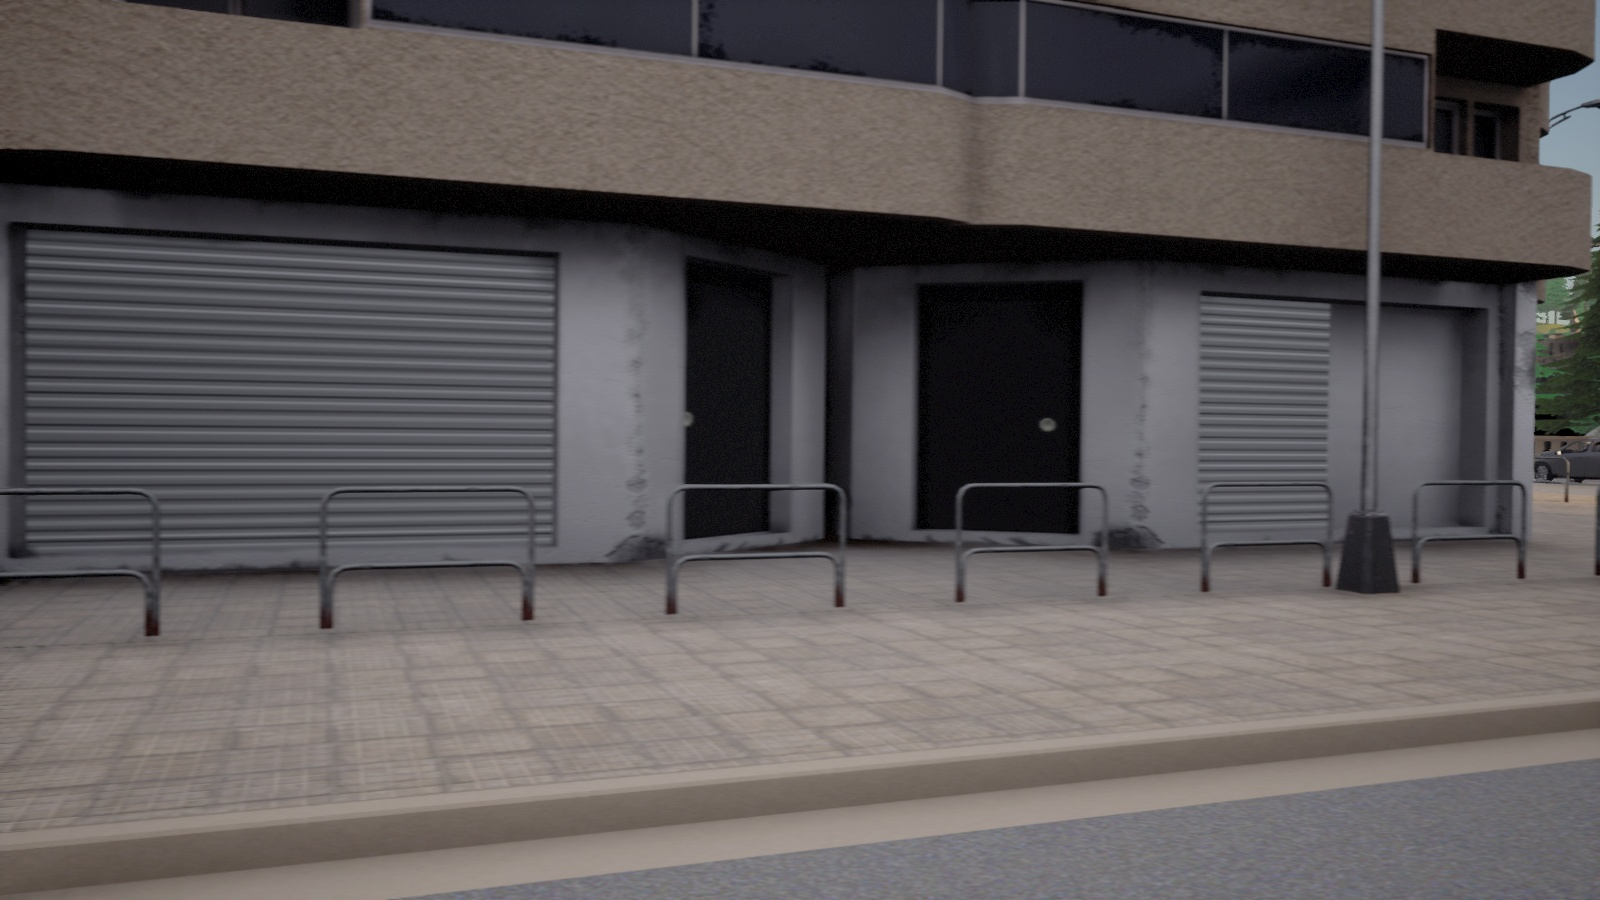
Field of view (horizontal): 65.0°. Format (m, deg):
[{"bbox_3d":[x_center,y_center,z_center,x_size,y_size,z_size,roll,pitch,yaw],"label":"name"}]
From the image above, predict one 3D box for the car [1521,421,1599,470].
[{"bbox_3d":[25.088,-0.161,39.712,1.845,1.501,3.633,-1,1,-20],"label":"car"}]
